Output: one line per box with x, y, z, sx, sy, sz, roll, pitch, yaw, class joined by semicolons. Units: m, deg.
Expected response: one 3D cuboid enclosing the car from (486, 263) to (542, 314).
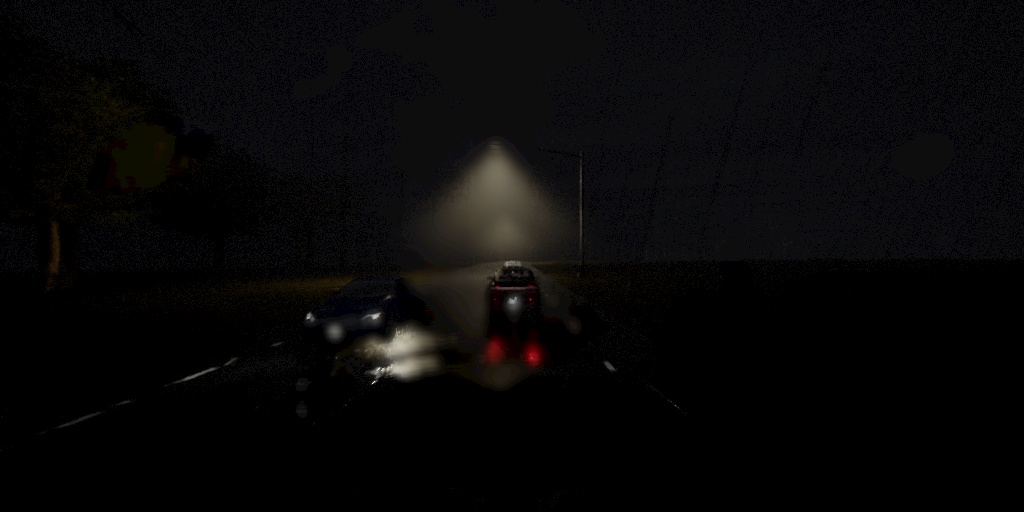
0.075;1.191;13.387;2.128;1.511;4.902;0;1;0;car

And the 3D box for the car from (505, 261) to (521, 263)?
0.089;1.148;34.610;1.895;1.301;4.718;0;0;0;car

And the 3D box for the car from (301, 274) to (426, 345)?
-3.580;1.247;9.589;1.812;1.442;4.674;0;0;0;car
